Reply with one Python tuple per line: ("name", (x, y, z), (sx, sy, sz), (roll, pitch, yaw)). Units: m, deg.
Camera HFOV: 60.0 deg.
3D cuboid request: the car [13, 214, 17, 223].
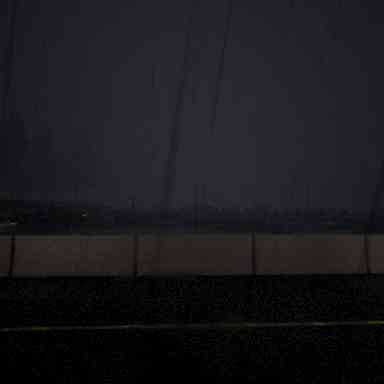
("car", (-10.243, 1.711, 24.493), (5.357, 1.411, 2.033), (0, 0, -3))
